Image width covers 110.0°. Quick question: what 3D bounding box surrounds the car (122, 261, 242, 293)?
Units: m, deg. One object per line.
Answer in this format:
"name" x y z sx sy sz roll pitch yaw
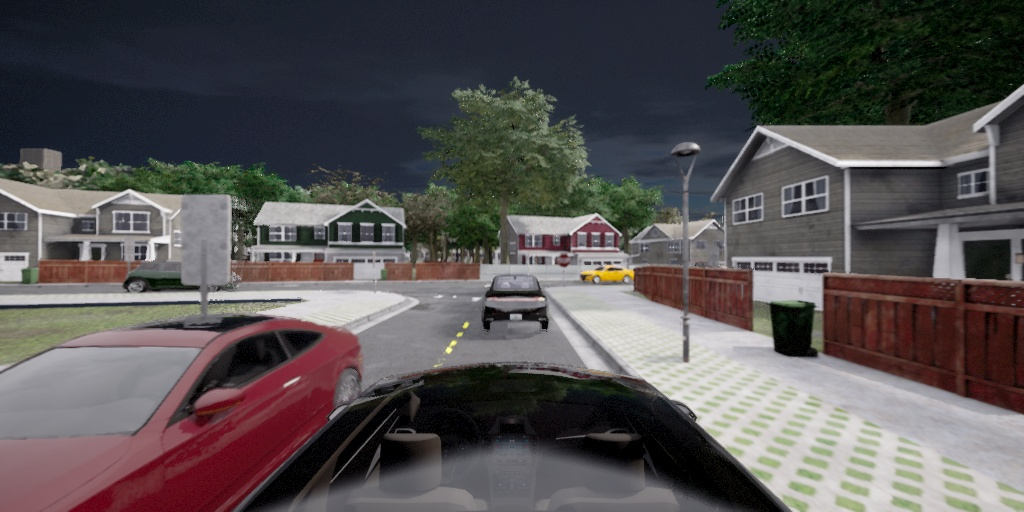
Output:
"car" -17.290 1.052 19.115 4.553 1.767 2.097 1 -1 -20

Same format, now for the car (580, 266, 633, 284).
"car" 8.330 1.598 31.564 5.008 1.535 1.882 1 -1 -21

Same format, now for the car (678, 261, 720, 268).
"car" 17.795 1.476 35.023 5.566 2.045 2.150 1 -1 -20

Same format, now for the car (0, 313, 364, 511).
"car" -2.817 1.286 2.913 1.812 1.442 4.674 0 0 0

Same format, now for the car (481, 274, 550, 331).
"car" 0.100 1.324 11.355 2.128 1.511 4.902 0 0 0
